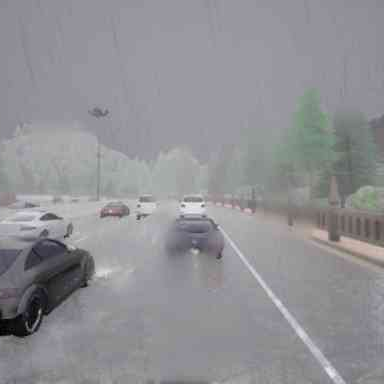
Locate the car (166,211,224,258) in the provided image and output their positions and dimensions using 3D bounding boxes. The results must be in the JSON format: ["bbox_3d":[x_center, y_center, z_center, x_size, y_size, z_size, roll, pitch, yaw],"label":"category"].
[{"bbox_3d":[0.095,1.620,12.802,1.895,1.301,4.718,0,0,0],"label":"car"}]

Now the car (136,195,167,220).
[{"bbox_3d":[-3.404,1.265,28.778,2.150,2.045,5.566,0,0,0],"label":"car"}]

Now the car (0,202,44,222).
[{"bbox_3d":[-14.111,1.567,27.319,1.812,1.442,4.674,0,0,0],"label":"car"}]

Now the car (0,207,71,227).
[{"bbox_3d":[-6.917,1.548,14.846,1.812,1.442,4.674,0,0,0],"label":"car"}]

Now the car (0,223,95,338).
[{"bbox_3d":[-3.417,1.575,6.652,1.994,1.385,4.181,0,0,0],"label":"car"}]

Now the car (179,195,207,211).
[{"bbox_3d":[0.096,1.265,28.841,2.150,2.045,5.566,0,0,0],"label":"car"}]

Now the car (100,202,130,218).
[{"bbox_3d":[-6.909,1.610,30.304,1.994,1.385,4.181,0,0,0],"label":"car"}]
